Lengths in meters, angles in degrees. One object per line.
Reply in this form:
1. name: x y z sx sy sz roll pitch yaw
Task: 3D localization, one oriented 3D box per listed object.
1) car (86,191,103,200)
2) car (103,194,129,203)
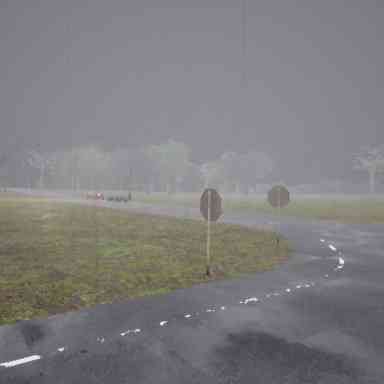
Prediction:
1. car: -17.364 0.516 59.580 2.097 1.767 4.553 2 0 -35
2. car: -11.608 0.958 51.441 1.895 1.301 4.718 2 0 -35
